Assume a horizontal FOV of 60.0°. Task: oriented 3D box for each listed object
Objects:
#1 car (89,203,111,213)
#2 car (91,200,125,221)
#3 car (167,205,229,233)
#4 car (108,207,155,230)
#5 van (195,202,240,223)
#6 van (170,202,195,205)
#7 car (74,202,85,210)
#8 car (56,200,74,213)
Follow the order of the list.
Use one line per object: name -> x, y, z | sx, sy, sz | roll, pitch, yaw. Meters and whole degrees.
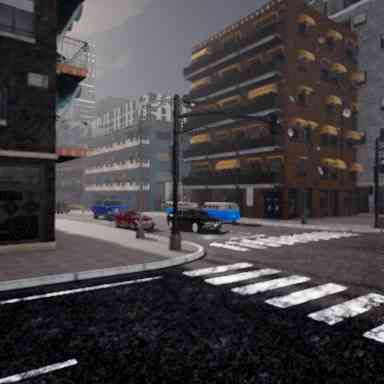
car -> -14.344, 2.443, 51.827 | 1.802, 1.307, 4.206 | 0, -1, -37
car -> -8.365, 1.802, 34.168 | 2.150, 2.045, 5.566 | 1, -1, -37
car -> 0.081, 1.898, 22.869 | 1.837, 1.490, 4.892 | 1, -1, -35
car -> -4.288, 2.006, 24.416 | 1.802, 1.307, 4.206 | 0, -1, -37
van -> 2.414, 1.832, 29.388 | 1.690, 1.788, 3.998 | 0, -1, -37
van -> -0.938, 1.906, 33.877 | 1.690, 1.788, 3.998 | 0, -1, -37
car -> -21.151, 2.537, 60.939 | 1.752, 1.417, 4.829 | 0, -1, -37
car -> -19.459, 2.334, 49.139 | 1.837, 1.490, 4.892 | 1, -2, -36
